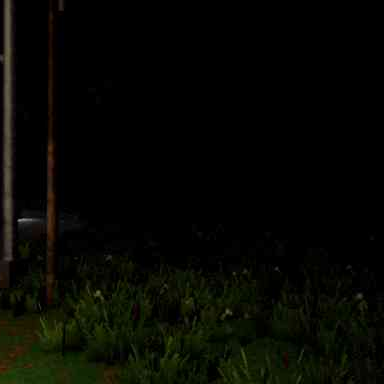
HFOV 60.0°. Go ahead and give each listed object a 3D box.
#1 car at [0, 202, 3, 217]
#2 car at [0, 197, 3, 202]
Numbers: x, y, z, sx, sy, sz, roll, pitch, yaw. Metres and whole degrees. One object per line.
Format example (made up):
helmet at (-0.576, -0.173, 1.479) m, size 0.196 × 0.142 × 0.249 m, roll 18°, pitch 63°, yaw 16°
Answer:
car at (-12.655, 1.521, 19.690) m, size 2.033 × 1.411 × 5.357 m, roll 0°, pitch 0°, yaw -13°
car at (-16.849, 1.478, 29.204) m, size 1.837 × 1.490 × 4.892 m, roll 0°, pitch 0°, yaw -35°
